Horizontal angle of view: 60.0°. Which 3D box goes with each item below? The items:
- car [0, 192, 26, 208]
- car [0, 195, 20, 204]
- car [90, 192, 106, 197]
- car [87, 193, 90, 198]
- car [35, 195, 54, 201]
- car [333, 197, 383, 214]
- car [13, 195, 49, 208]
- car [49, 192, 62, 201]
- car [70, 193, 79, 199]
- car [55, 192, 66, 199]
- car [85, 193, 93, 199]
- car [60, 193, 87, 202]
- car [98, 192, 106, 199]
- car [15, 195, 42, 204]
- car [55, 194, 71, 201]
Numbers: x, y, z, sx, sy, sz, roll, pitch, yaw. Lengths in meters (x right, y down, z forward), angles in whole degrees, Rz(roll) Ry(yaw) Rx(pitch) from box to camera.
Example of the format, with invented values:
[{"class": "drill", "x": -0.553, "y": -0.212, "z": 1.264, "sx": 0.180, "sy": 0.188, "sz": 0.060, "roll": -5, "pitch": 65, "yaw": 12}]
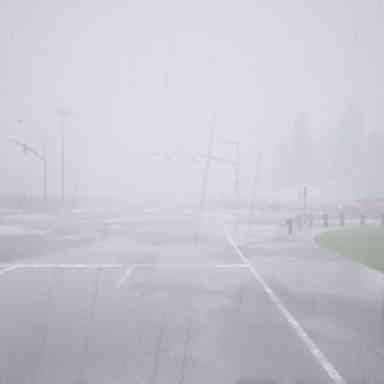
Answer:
[{"class": "car", "x": -24.668, "y": 1.014, "z": 45.433, "sx": 2.150, "sy": 2.045, "sz": 5.566, "roll": 0, "pitch": 0, "yaw": 0}, {"class": "car", "x": -31.642, "y": 1.224, "z": 56.694, "sx": 2.128, "sy": 1.511, "sz": 4.902, "roll": 0, "pitch": 1, "yaw": 0}, {"class": "car", "x": -21.420, "y": 1.117, "z": 75.496, "sx": 1.882, "sy": 1.535, "sz": 5.008, "roll": 0, "pitch": 0, "yaw": -3}, {"class": "car", "x": -24.817, "y": 1.124, "z": 74.119, "sx": 1.882, "sy": 1.535, "sz": 5.008, "roll": 0, "pitch": 0, "yaw": -3}, {"class": "car", "x": -31.669, "y": 1.255, "z": 71.412, "sx": 1.895, "sy": 1.301, "sz": 4.718, "roll": 0, "pitch": 0, "yaw": 0}, {"class": "car", "x": 15.074, "y": 1.224, "z": 29.619, "sx": 4.553, "sy": 1.767, "sz": 2.097, "roll": 0, "pitch": 0, "yaw": 7}, {"class": "car", "x": -21.167, "y": 1.400, "z": 43.943, "sx": 1.895, "sy": 1.301, "sz": 4.718, "roll": 0, "pitch": 0, "yaw": 0}, {"class": "car", "x": -24.651, "y": 1.214, "z": 58.998, "sx": 2.128, "sy": 1.511, "sz": 4.902, "roll": 0, "pitch": 0, "yaw": 0}, {"class": "car", "x": -30.966, "y": 1.075, "z": 88.039, "sx": 1.837, "sy": 1.490, "sz": 4.892, "roll": 0, "pitch": 0, "yaw": -14}, {"class": "car", "x": -34.184, "y": 0.910, "z": 86.513, "sx": 2.097, "sy": 1.767, "sz": 4.553, "roll": 0, "pitch": 0, "yaw": -14}, {"class": "car", "x": -27.729, "y": 1.046, "z": 89.384, "sx": 1.882, "sy": 1.535, "sz": 5.008, "roll": 0, "pitch": 0, "yaw": -14}, {"class": "car", "x": -21.152, "y": 1.266, "z": 59.838, "sx": 2.033, "sy": 1.411, "sz": 5.357, "roll": 0, "pitch": 0, "yaw": 0}, {"class": "car", "x": -24.298, "y": 0.919, "z": 90.122, "sx": 2.097, "sy": 1.767, "sz": 4.553, "roll": 0, "pitch": 0, "yaw": -14}, {"class": "car", "x": -28.143, "y": 1.278, "z": 57.586, "sx": 2.033, "sy": 1.411, "sz": 5.357, "roll": 0, "pitch": 0, "yaw": 0}, {"class": "car", "x": -28.238, "y": 1.151, "z": 73.094, "sx": 1.837, "sy": 1.490, "sz": 4.892, "roll": 0, "pitch": 0, "yaw": -3}]
